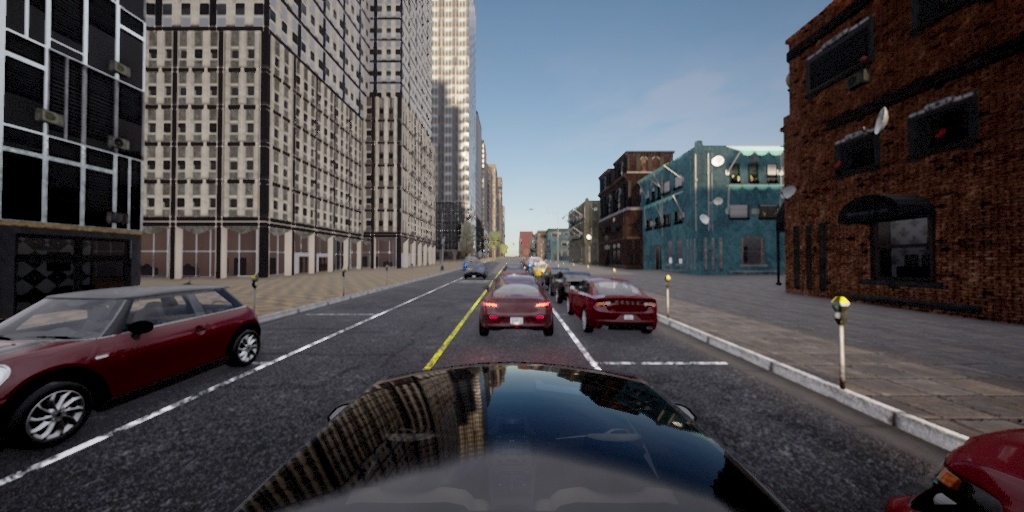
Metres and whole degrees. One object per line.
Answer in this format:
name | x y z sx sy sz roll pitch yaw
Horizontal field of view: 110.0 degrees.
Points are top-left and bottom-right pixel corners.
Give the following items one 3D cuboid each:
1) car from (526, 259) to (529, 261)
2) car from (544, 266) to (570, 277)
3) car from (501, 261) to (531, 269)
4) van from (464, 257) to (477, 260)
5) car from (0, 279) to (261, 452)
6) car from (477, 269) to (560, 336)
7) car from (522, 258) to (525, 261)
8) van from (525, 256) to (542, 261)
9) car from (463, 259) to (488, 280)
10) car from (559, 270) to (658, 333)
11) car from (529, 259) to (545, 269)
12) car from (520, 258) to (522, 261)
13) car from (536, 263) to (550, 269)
car | 2.729 1.252 37.593 2.007 1.370 4.403 0 0 0
car | 2.706 1.298 16.080 1.948 1.339 4.313 0 0 0
car | 0.129 1.281 27.002 1.994 1.385 4.181 0 0 0
van | -5.640 1.026 48.554 1.690 1.789 3.998 0 0 0
car | -5.687 1.186 4.993 1.967 1.591 4.097 0 0 0
car | 0.106 1.266 10.246 1.812 1.442 4.674 0 0 0
car | 2.740 1.124 48.548 1.967 1.591 4.097 0 0 0
van | 2.735 1.034 43.071 1.690 1.789 3.998 0 0 0
car | -3.070 1.258 31.571 2.033 1.411 5.357 0 0 0
car | 2.700 1.285 10.534 1.888 1.381 4.507 0 0 0
car | 2.723 1.235 32.284 1.751 1.417 4.829 0 0 0
car | 2.746 0.990 54.027 2.192 1.841 5.009 0 0 0
car | 2.712 1.290 21.623 1.948 1.339 4.313 0 0 0
